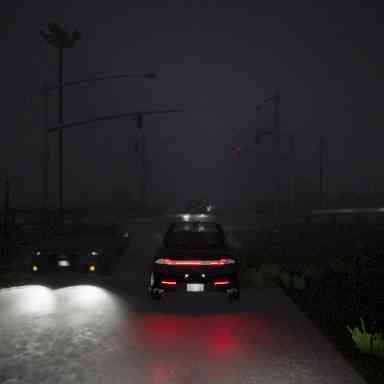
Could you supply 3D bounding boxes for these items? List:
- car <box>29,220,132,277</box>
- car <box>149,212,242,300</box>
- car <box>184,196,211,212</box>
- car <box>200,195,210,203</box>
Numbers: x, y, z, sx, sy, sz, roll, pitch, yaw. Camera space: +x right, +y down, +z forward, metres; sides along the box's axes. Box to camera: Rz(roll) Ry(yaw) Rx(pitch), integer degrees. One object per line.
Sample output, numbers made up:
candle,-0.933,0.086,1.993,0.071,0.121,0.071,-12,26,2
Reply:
car,-3.132,1.564,10.150,1.994,1.385,4.181,0,0,1
car,0.078,1.492,8.364,2.128,1.511,4.902,0,0,0
car,0.498,1.490,34.979,1.812,1.442,4.674,0,0,11
car,2.715,1.443,67.132,1.882,1.535,5.008,0,0,3
